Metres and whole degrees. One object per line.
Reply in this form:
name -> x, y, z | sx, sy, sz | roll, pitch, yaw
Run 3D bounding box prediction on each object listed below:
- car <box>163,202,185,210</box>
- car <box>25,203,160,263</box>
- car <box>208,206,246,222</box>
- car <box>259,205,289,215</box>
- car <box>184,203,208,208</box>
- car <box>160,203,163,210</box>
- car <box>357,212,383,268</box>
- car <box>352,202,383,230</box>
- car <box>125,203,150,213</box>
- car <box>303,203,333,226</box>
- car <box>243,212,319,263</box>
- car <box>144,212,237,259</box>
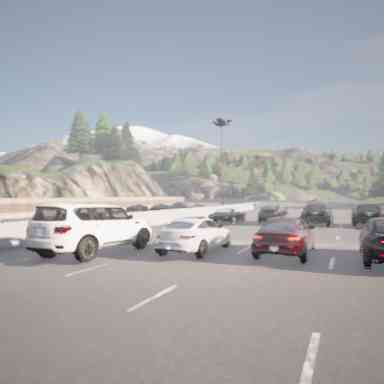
car -> -2.098, 2.339, 50.856 | 1.837, 1.490, 4.892 | -1, -1, 23
car -> -3.846, 1.478, 13.446 | 2.150, 2.045, 5.566 | -1, -2, 27
car -> 3.137, 2.018, 28.261 | 1.895, 1.301, 4.718 | -1, -1, 26
car -> 6.958, 1.864, 28.152 | 2.128, 1.511, 4.902 | -1, -1, 25
car -> 1.044, 2.374, 49.256 | 1.895, 1.301, 4.718 | -1, -1, 23
car -> -4.969, 2.468, 53.053 | 1.994, 1.385, 4.181 | -1, -1, 23
car -> 6.733, 1.609, 11.191 | 1.837, 1.490, 4.892 | -1, -1, 25
car -> 13.125, 1.598, 24.830 | 2.097, 1.767, 4.553 | -1, -1, 25
car -> -8.670, 2.514, 53.259 | 1.994, 1.385, 4.181 | -1, -1, 23
car -> 9.957, 1.658, 26.319 | 2.097, 1.767, 4.553 | -1, -1, 25
car -> 3.603, 1.694, 12.754 | 1.812, 1.442, 4.674 | -1, -2, 25
car -> 0.163, 1.748, 13.669 | 1.812, 1.442, 4.674 | -1, -2, 25
